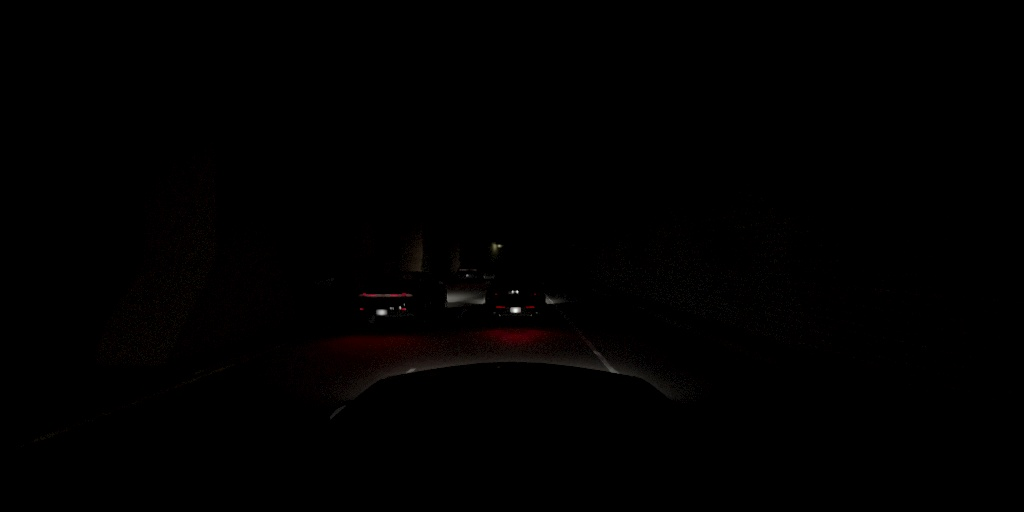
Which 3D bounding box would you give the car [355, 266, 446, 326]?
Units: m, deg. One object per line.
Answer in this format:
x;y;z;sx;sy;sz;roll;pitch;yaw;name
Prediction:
-3.399;1.259;11.777;2.128;1.511;4.902;0;0;0;car

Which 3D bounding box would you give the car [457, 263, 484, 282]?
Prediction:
-3.397;1.289;29.781;2.128;1.511;4.902;0;0;0;car

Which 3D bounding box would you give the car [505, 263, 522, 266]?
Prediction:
0.102;1.302;29.866;1.837;1.490;4.892;0;0;0;car

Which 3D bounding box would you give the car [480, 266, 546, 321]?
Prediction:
0.101;1.273;12.518;1.837;1.490;4.892;0;0;0;car
